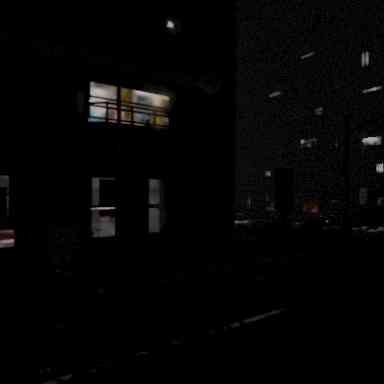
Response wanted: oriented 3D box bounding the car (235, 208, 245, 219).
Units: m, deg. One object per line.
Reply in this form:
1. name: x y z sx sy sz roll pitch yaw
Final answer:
1. car: 3.235 1.959 33.675 1.837 1.490 4.892 0 -1 -36

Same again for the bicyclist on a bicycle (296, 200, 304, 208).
1. bicyclist on a bicycle: 11.934 1.688 36.545 1.656 1.620 0.582 0 -1 -36

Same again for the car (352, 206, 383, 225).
1. car: 14.020 1.716 24.075 1.812 1.442 4.674 0 -1 -29

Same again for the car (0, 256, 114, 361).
1. car: -3.151 1.582 4.376 4.206 1.307 1.802 0 0 -36

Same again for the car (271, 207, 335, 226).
1. car: 8.647 1.887 26.227 1.895 1.301 4.718 0 -1 -36
